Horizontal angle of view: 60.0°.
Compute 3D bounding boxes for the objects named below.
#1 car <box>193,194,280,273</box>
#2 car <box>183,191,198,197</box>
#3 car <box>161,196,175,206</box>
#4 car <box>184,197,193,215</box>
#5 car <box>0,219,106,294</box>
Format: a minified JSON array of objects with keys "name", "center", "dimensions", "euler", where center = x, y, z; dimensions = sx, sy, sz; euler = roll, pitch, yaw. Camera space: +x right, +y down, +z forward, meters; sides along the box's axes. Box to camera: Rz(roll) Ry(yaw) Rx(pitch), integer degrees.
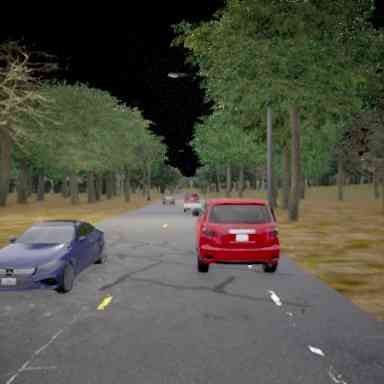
[{"name":"car","center":[1.222,1.201,10.774],"dimensions":[2.150,2.045,5.566],"euler":[0,0,0]},{"name":"car","center":[0.001,1.078,47.913],"dimensions":[2.150,2.045,5.566],"euler":[0,0,0]},{"name":"car","center":[-3.600,1.362,51.743],"dimensions":[1.812,1.442,4.674],"euler":[0,0,0]},{"name":"car","center":[0.051,1.502,37.378],"dimensions":[1.895,1.301,4.718],"euler":[0,0,0]},{"name":"car","center":[-3.615,1.506,8.907],"dimensions":[1.812,1.442,4.674],"euler":[0,0,0]}]
